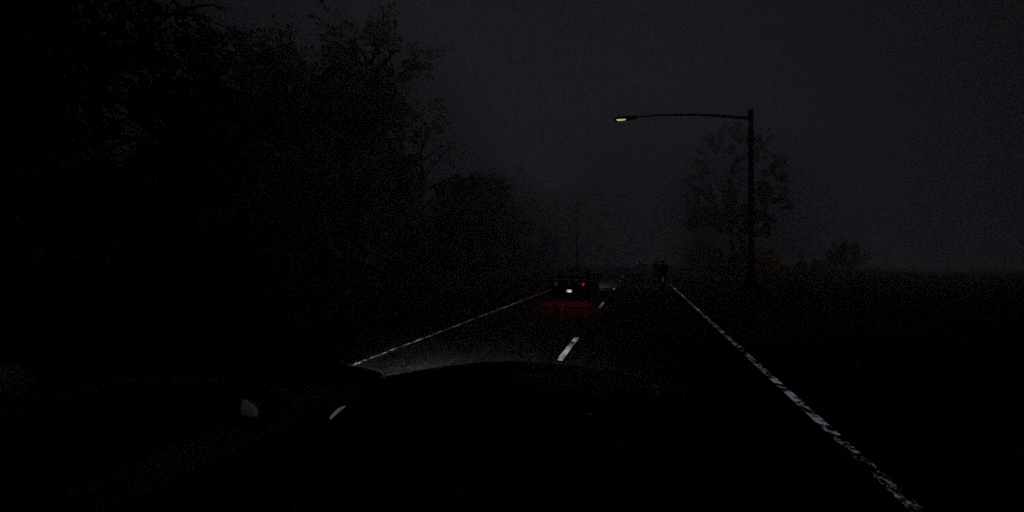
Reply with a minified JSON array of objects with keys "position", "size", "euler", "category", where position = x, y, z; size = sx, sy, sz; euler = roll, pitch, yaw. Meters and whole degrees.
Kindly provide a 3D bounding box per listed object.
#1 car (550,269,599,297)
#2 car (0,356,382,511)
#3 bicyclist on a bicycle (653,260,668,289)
[{"position":[3.471,1.354,19.044],"size":[1.895,1.301,4.718],"euler":[0,0,20],"category":"car"},{"position":[-2.526,1.313,2.123],"size":[1.994,1.385,4.181],"euler":[0,0,20],"category":"car"},{"position":[8.743,1.125,20.847],"size":[0.659,1.776,1.843],"euler":[0,0,19],"category":"bicyclist on a bicycle"}]
